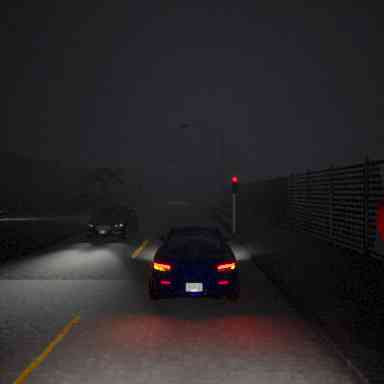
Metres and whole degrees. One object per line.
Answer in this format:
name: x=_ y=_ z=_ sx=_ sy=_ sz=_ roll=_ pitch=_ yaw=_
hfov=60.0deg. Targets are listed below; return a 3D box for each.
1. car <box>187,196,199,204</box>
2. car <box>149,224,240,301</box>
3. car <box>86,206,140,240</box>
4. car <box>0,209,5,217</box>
car: x=0.156 y=1.504 z=63.071 sx=1.837 sy=1.490 sz=4.892 roll=0 pitch=0 yaw=0
car: x=0.061 y=1.526 z=8.210 sx=1.812 sy=1.442 sz=4.674 roll=0 pitch=0 yaw=1
car: x=-3.875 y=1.491 z=17.024 sx=2.128 sy=1.511 sz=4.902 roll=0 pitch=0 yaw=1
car: x=-18.300 y=1.547 z=27.023 sx=5.357 sy=1.411 sz=2.033 roll=0 pitch=0 yaw=0
